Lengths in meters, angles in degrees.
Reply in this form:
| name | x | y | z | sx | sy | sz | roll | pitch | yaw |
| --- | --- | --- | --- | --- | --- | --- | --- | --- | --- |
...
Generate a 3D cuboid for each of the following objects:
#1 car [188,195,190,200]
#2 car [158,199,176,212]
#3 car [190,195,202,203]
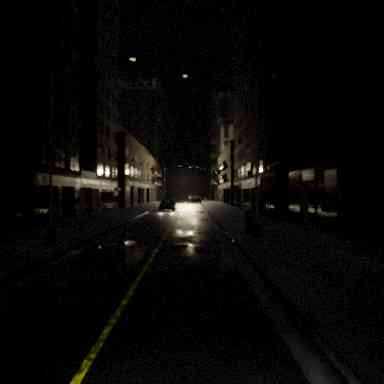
| name | x | y | z | sx | sy | sz | roll | pitch | yaw |
| --- | --- | --- | --- | --- | --- | --- | --- | --- | --- |
| car | 0.008 | 1.481 | 86.449 | 1.895 | 1.301 | 4.718 | 0 | 0 | 0 |
| car | -2.841 | 1.544 | 38.977 | 2.033 | 1.411 | 5.357 | 0 | 0 | 0 |
| car | 0.968 | 1.498 | 68.683 | 1.882 | 1.535 | 5.008 | 0 | 0 | 0 |
